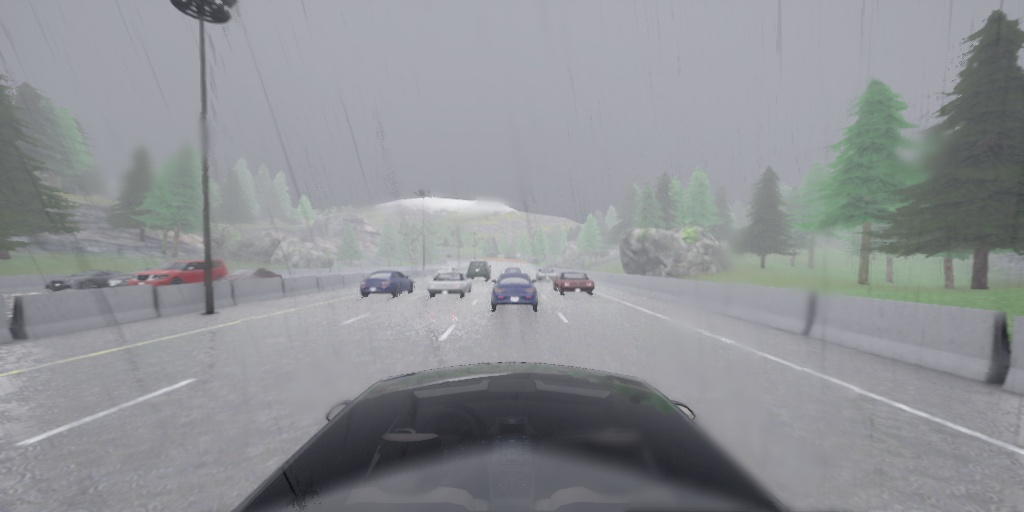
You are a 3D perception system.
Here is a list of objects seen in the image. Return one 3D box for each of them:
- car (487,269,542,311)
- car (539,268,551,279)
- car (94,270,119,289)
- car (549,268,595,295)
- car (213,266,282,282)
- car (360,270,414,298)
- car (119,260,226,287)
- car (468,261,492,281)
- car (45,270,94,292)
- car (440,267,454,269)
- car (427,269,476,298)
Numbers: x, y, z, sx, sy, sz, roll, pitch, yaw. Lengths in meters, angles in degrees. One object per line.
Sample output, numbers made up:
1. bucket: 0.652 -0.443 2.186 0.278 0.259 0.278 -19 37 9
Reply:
1. car: 0.098 1.440 15.397 1.812 1.442 4.674 0 -1 0
2. car: 3.592 1.960 38.412 1.895 1.301 4.718 0 -1 0
3. car: -24.602 1.556 24.605 2.128 1.511 4.902 0 -1 0
4. car: 3.596 1.618 21.797 1.895 1.301 4.718 0 -1 0
5. car: -17.603 1.584 24.262 1.812 1.442 4.674 0 -1 0
6. car: -6.904 1.513 20.117 1.812 1.442 4.674 0 -1 0
7. car: -21.103 1.260 23.157 2.150 2.045 5.566 0 -1 0
8. car: -3.408 1.566 37.785 2.150 2.045 5.566 0 -1 0
9. car: -28.102 1.620 24.159 1.994 1.385 4.181 0 -1 0
10. car: -6.908 1.883 38.412 1.812 1.442 4.674 0 -1 0
11. car: -3.404 1.594 20.437 1.895 1.301 4.718 0 -1 0
